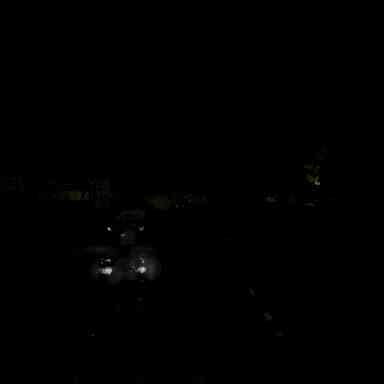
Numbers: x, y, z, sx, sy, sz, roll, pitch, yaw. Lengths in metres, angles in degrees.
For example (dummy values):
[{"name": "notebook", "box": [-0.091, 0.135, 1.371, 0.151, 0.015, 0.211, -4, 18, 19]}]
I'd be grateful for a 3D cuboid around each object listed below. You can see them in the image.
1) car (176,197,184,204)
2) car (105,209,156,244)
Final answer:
[{"name": "car", "box": [-2.746, 1.958, 77.331, 1.837, 1.490, 4.892, 0, -1, 0]}, {"name": "car", "box": [-2.836, 1.564, 16.258, 1.812, 1.442, 4.674, 0, 0, 0]}]
